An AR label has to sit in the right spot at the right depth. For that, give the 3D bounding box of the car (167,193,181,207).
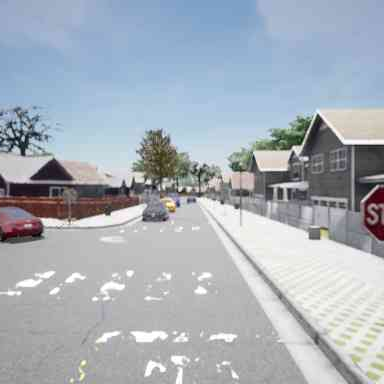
[{"bbox_3d":[-2.910,1.242,50.474,2.150,2.045,5.566,0,0,-1],"label":"car"}]

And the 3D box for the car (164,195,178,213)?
[{"bbox_3d":[-2.903,1.480,37.588,1.882,1.535,5.008,0,0,0],"label":"car"}]

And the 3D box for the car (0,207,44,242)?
[{"bbox_3d":[-8.877,1.407,15.502,4.181,1.385,1.994,1,1,30],"label":"car"}]

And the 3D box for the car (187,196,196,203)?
[{"bbox_3d":[-0.105,1.547,68.704,1.882,1.535,5.008,0,0,0],"label":"car"}]

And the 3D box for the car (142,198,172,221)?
[{"bbox_3d":[-2.885,1.497,27.087,1.837,1.490,4.892,0,0,0],"label":"car"}]
